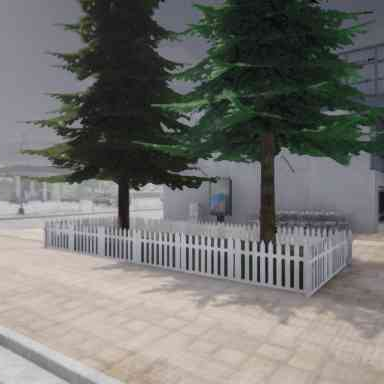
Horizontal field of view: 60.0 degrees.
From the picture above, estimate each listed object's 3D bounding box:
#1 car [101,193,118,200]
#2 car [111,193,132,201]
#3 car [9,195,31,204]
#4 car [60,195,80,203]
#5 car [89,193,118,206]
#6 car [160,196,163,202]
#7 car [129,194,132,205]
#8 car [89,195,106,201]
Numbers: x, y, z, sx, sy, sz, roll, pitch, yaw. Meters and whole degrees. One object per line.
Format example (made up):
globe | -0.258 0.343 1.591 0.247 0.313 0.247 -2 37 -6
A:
car | -20.128 1.076 81.381 3.866 1.878 1.905 0 0 36
car | -15.703 1.096 74.092 4.605 1.855 1.932 0 0 36
car | -29.528 1.318 56.389 3.633 1.501 1.845 0 0 36
car | -23.611 1.296 64.442 4.514 1.523 2.007 0 0 36
car | -12.408 1.095 48.387 4.605 1.855 1.932 0 0 36
car | -3.499 1.152 61.321 5.027 1.636 2.152 0 0 36
car | -11.031 1.075 50.979 3.866 1.878 1.905 0 0 36
car | -22.579 1.360 79.053 3.806 1.475 1.970 0 0 36
